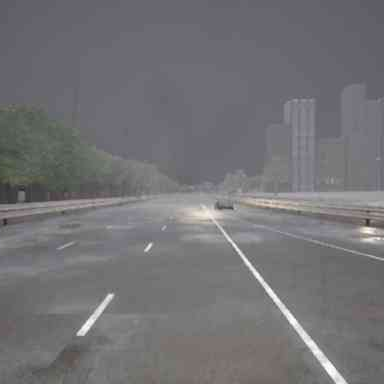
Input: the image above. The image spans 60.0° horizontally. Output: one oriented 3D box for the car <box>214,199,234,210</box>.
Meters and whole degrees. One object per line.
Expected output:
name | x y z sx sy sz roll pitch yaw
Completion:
car | 4.039 1.595 42.409 1.994 1.385 4.181 0 0 -3
